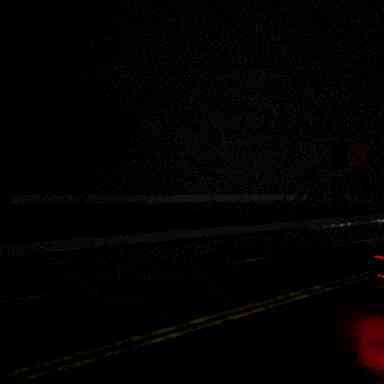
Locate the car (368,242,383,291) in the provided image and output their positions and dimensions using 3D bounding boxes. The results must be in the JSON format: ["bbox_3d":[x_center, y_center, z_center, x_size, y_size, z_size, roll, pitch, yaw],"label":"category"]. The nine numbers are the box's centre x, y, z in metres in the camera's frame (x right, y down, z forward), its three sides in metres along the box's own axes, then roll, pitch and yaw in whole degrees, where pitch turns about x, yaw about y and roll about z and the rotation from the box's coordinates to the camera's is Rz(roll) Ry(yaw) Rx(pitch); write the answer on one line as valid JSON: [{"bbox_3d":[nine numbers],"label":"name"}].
[{"bbox_3d":[5.978,1.504,7.737,4.892,1.490,1.837,0,0,-36],"label":"car"}]
